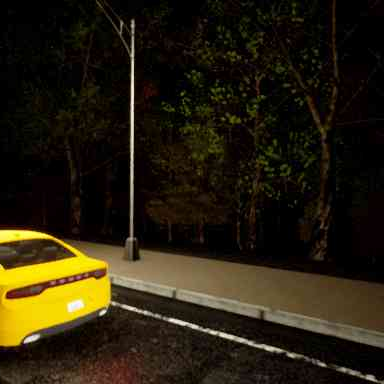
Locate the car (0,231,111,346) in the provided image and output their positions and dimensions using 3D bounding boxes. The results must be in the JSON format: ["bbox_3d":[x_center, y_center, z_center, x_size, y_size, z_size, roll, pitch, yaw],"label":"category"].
[{"bbox_3d":[-3.677,1.469,6.185,5.008,1.535,1.882,0,0,36],"label":"car"}]
